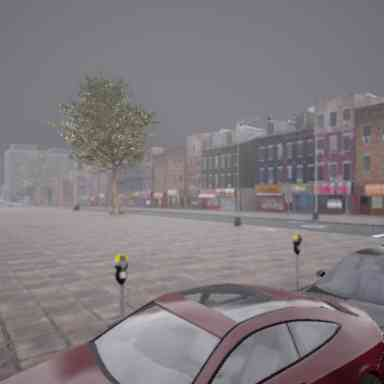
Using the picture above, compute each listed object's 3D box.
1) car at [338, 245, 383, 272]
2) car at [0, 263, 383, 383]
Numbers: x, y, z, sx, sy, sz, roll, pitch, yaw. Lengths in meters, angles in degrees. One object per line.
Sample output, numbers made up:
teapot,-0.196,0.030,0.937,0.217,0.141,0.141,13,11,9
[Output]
car,3.108,1.568,5.030,4.313,1.339,1.947,0,0,-36
car,0.127,1.583,2.902,4.206,1.307,1.802,0,0,-36
